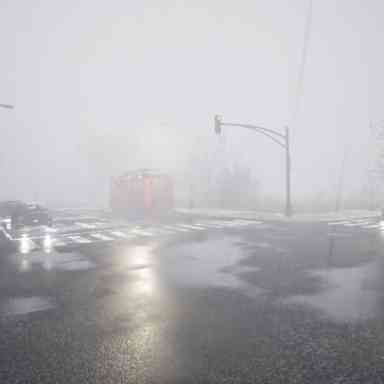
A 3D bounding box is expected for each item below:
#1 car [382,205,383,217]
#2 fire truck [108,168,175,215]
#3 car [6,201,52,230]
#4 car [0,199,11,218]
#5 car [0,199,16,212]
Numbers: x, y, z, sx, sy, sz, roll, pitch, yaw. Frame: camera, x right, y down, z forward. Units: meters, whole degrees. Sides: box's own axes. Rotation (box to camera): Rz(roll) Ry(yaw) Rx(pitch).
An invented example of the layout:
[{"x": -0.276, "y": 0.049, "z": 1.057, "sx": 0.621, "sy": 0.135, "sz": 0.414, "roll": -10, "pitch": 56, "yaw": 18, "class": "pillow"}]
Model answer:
[{"x": 14.736, "y": 0.881, "z": 22.334, "sx": 4.553, "sy": 1.767, "sz": 2.097, "roll": -1, "pitch": 1, "yaw": -35, "class": "car"}, {"x": -4.922, "y": -0.037, "z": 30.760, "sx": 2.891, "sy": 3.827, "sz": 8.468, "roll": -2, "pitch": 1, "yaw": -33, "class": "fire truck"}, {"x": -10.132, "y": 1.488, "z": 20.863, "sx": 1.994, "sy": 1.385, "sz": 4.181, "roll": -2, "pitch": 1, "yaw": -33, "class": "car"}, {"x": -15.614, "y": 1.474, "z": 29.145, "sx": 1.994, "sy": 1.385, "sz": 4.181, "roll": -2, "pitch": 1, "yaw": -35, "class": "car"}, {"x": -21.572, "y": 1.494, "z": 38.200, "sx": 1.895, "sy": 1.301, "sz": 4.718, "roll": -2, "pitch": 1, "yaw": -33, "class": "car"}]
